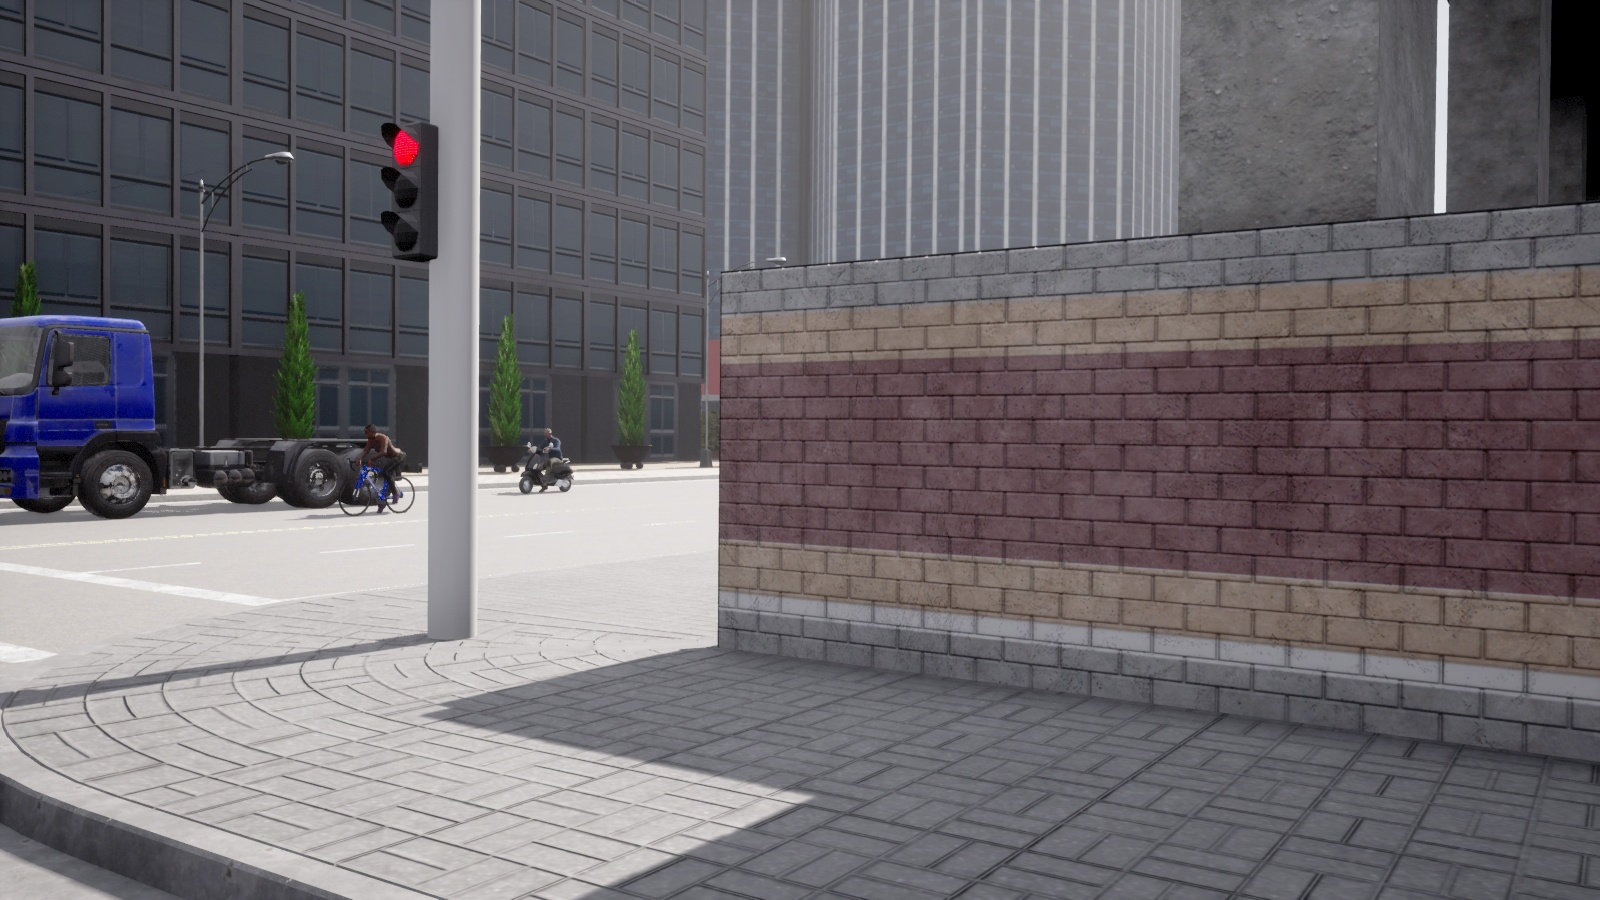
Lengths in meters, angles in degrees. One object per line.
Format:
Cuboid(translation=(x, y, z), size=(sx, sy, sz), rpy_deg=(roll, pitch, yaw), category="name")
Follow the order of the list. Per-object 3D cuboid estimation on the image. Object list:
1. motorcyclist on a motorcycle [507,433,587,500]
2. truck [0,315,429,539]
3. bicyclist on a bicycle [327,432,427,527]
Cuboid(translation=(-6.189, 0.376, 30.776), size=(0.866, 1.590, 1.817), rpy_deg=(0, 1, 34), category="motorcyclist on a motorcycle")
Cuboid(translation=(-11.092, -0.415, 23.453), size=(2.891, 3.462, 7.936), rpy_deg=(0, 1, 34), category="truck")
Cuboid(translation=(-7.542, 0.501, 22.464), size=(0.582, 1.620, 1.656), rpy_deg=(0, 1, 34), category="bicyclist on a bicycle")
